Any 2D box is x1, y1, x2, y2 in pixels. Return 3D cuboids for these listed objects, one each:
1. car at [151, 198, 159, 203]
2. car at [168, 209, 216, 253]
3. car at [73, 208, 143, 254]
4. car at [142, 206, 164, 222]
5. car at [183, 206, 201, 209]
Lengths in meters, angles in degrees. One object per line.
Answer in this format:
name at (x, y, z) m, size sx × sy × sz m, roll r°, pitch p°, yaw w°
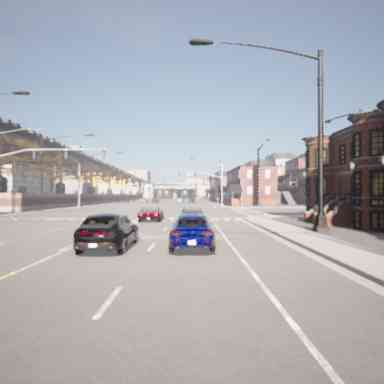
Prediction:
car at (-10.492, 2.431, 94.712) m, size 2.033 × 1.411 × 5.357 m, roll 0°, pitch -1°, yaw 0°
car at (0.008, 1.660, 14.214) m, size 1.812 × 1.442 × 4.674 m, roll 0°, pitch 0°, yaw 0°
car at (-3.493, 1.641, 14.147) m, size 1.837 × 1.490 × 4.892 m, roll 0°, pitch 0°, yaw 0°
car at (-3.495, 1.873, 28.944) m, size 1.895 × 1.301 × 4.718 m, roll 0°, pitch 0°, yaw 0°
car at (0.005, 1.873, 28.943) m, size 1.895 × 1.301 × 4.718 m, roll 0°, pitch 0°, yaw 0°
